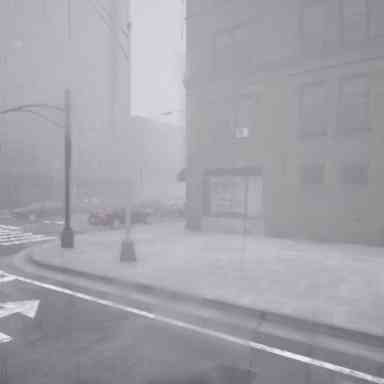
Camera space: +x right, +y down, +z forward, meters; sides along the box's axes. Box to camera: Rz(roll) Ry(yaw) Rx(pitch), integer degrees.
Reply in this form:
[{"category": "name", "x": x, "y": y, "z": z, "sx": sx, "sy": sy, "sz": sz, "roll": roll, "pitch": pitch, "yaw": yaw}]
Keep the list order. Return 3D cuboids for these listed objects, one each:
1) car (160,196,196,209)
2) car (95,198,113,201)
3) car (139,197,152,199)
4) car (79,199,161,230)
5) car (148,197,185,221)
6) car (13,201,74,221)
[{"category": "car", "x": -1.610, "y": 1.156, "z": 38.763, "sx": 1.947, "sy": 1.339, "sz": 4.313, "roll": 1, "pitch": 2, "yaw": 35}, {"category": "car", "x": -7.996, "y": 1.291, "z": 29.795, "sx": 1.887, "sy": 1.381, "sz": 4.507, "roll": 1, "pitch": 2, "yaw": 35}, {"category": "car", "x": -4.803, "y": 1.213, "z": 34.279, "sx": 1.887, "sy": 1.381, "sz": 4.507, "roll": 1, "pitch": 2, "yaw": 35}, {"category": "car", "x": -4.244, "y": 1.407, "z": 20.366, "sx": 1.887, "sy": 1.381, "sz": 4.507, "roll": 1, "pitch": 2, "yaw": 35}, {"category": "car", "x": -1.051, "y": 1.335, "z": 24.851, "sx": 2.008, "sy": 1.369, "sz": 4.403, "roll": 1, "pitch": 2, "yaw": 35}, {"category": "car", "x": -11.188, "y": 1.370, "z": 25.310, "sx": 1.887, "sy": 1.381, "sz": 4.507, "roll": 1, "pitch": 2, "yaw": 35}]
